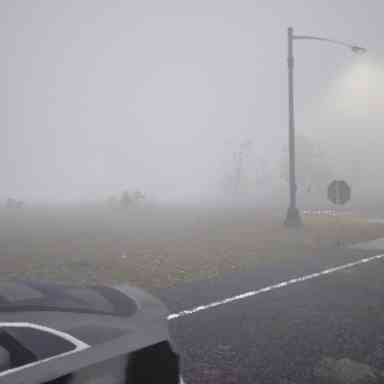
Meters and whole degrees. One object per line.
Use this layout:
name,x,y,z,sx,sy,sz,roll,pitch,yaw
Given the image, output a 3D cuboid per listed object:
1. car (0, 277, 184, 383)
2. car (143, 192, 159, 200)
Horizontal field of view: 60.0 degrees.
car,-2.370,1.515,2.191,4.902,1.511,2.128,-2,1,-35
car,-7.650,0.648,58.294,2.033,1.411,5.357,-2,1,-33
